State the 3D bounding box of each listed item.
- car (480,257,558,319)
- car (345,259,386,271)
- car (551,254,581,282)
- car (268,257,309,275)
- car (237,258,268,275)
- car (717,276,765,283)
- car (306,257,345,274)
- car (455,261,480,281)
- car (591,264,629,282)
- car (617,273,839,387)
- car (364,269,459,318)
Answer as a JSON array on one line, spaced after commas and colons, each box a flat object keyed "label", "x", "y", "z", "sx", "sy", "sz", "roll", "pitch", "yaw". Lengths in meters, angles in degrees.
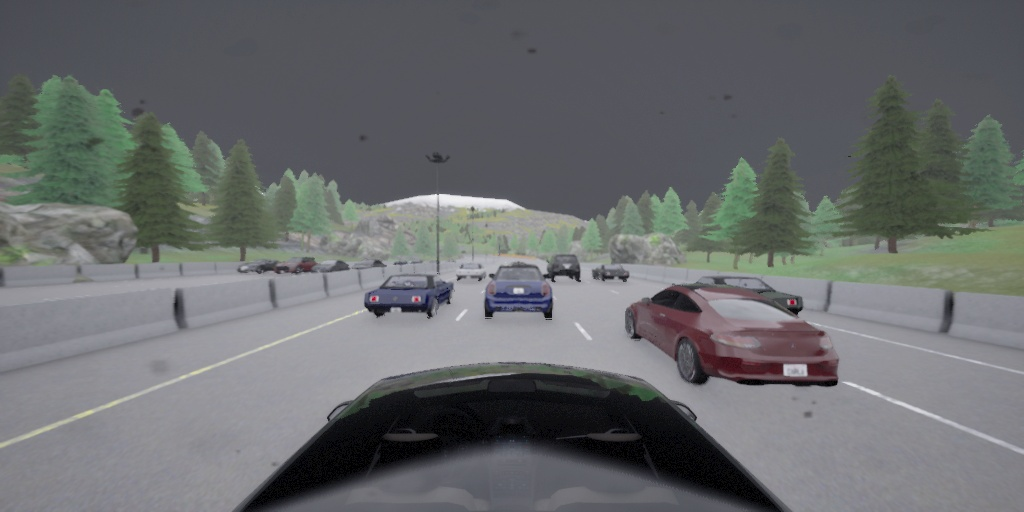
[{"label": "car", "x": 0.227, "y": 1.021, "z": 12.603, "sx": 2.097, "sy": 1.767, "sz": 4.553, "roll": 0, "pitch": 0, "yaw": 1}, {"label": "car", "x": -13.660, "y": 1.054, "z": 34.323, "sx": 1.837, "sy": 1.490, "sz": 4.892, "roll": 0, "pitch": 0, "yaw": 1}, {"label": "car", "x": 3.945, "y": 0.879, "z": 28.058, "sx": 2.150, "sy": 2.045, "sz": 5.566, "roll": 0, "pitch": 0, "yaw": 1}, {"label": "car", "x": -20.654, "y": 0.856, "z": 34.535, "sx": 2.097, "sy": 1.767, "sz": 4.553, "roll": 0, "pitch": 0, "yaw": 1}, {"label": "car", "x": -24.150, "y": 0.972, "z": 34.722, "sx": 2.128, "sy": 1.511, "sz": 4.902, "roll": 0, "pitch": 0, "yaw": 1}, {"label": "car", "x": 7.224, "y": 1.318, "z": 12.276, "sx": 1.895, "sy": 1.301, "sz": 4.718, "roll": 0, "pitch": 0, "yaw": 1}, {"label": "car", "x": -17.161, "y": 1.052, "z": 34.216, "sx": 1.812, "sy": 1.442, "sz": 4.674, "roll": 0, "pitch": 0, "yaw": 1}, {"label": "car", "x": -3.065, "y": 1.211, "z": 27.767, "sx": 1.895, "sy": 1.301, "sz": 4.718, "roll": 0, "pitch": 0, "yaw": 1}, {"label": "car", "x": 7.434, "y": 1.281, "z": 27.610, "sx": 1.895, "sy": 1.301, "sz": 4.718, "roll": 0, "pitch": 0, "yaw": 1}, {"label": "car", "x": 3.632, "y": 1.255, "z": 6.842, "sx": 1.812, "sy": 1.442, "sz": 4.674, "roll": 0, "pitch": 1, "yaw": 1}, {"label": "car", "x": -3.274, "y": 1.247, "z": 12.458, "sx": 1.895, "sy": 1.301, "sz": 4.718, "roll": 0, "pitch": 0, "yaw": 1}]
